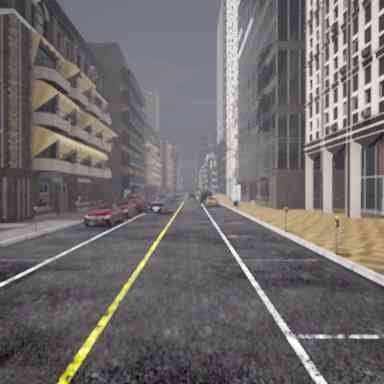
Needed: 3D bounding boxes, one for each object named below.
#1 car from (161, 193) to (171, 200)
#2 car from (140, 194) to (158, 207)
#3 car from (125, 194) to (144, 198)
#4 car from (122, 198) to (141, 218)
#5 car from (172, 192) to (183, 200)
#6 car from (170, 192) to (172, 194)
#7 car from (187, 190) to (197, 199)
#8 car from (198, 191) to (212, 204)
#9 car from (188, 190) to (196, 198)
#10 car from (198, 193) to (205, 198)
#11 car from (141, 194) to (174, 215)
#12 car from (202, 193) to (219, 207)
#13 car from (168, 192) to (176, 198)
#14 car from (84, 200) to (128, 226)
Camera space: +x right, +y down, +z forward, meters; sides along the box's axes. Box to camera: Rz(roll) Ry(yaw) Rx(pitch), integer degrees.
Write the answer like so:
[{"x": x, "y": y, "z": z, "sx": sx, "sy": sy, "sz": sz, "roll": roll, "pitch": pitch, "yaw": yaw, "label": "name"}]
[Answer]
[{"x": -5.698, "y": 1.030, "z": 72.440, "sx": 1.752, "sy": 1.417, "sz": 4.829, "roll": 0, "pitch": 0, "yaw": 0, "label": "car"}, {"x": -5.695, "y": 1.129, "z": 44.368, "sx": 1.967, "sy": 1.590, "sz": 4.097, "roll": 0, "pitch": 0, "yaw": 0, "label": "car"}, {"x": -5.694, "y": 1.080, "z": 33.070, "sx": 2.192, "sy": 1.841, "sz": 5.009, "roll": 0, "pitch": 0, "yaw": 0, "label": "car"}, {"x": -5.693, "y": 1.385, "z": 27.423, "sx": 1.802, "sy": 1.307, "sz": 4.206, "roll": 0, "pitch": 0, "yaw": 0, "label": "car"}, {"x": -3.007, "y": 0.953, "z": 72.346, "sx": 1.994, "sy": 1.385, "sz": 4.181, "roll": 0, "pitch": 0, "yaw": 0, "label": "car"}, {"x": -5.697, "y": 1.106, "z": 66.962, "sx": 1.947, "sy": 1.339, "sz": 4.313, "roll": 0, "pitch": 0, "yaw": 0, "label": "car"}, {"x": -0.007, "y": 0.872, "z": 73.067, "sx": 1.812, "sy": 1.442, "sz": 4.674, "roll": 0, "pitch": 0, "yaw": 0, "label": "car"}, {"x": 2.389, "y": 0.844, "z": 55.204, "sx": 2.150, "sy": 2.045, "sz": 5.566, "roll": 0, "pitch": 0, "yaw": 0, "label": "car"}, {"x": -0.008, "y": 0.456, "z": 92.839, "sx": 2.150, "sy": 2.045, "sz": 5.566, "roll": 0, "pitch": 0, "yaw": 0, "label": "car"}, {"x": 2.681, "y": 0.910, "z": 95.204, "sx": 1.887, "sy": 1.381, "sz": 4.507, "roll": 0, "pitch": 0, "yaw": 0, "label": "car"}, {"x": -3.100, "y": 1.270, "z": 31.166, "sx": 2.128, "sy": 1.511, "sz": 4.902, "roll": 0, "pitch": 0, "yaw": 0, "label": "car"}, {"x": 2.686, "y": 1.213, "z": 44.539, "sx": 1.752, "sy": 1.417, "sz": 4.829, "roll": 0, "pitch": 0, "yaw": 0, "label": "car"}, {"x": -5.700, "y": 0.806, "z": 95.203, "sx": 1.967, "sy": 1.590, "sz": 4.097, "roll": 0, "pitch": 0, "yaw": 0, "label": "car"}, {"x": -5.693, "y": 1.424, "z": 21.774, "sx": 1.802, "sy": 1.307, "sz": 4.206, "roll": 0, "pitch": 0, "yaw": 0, "label": "car"}]
